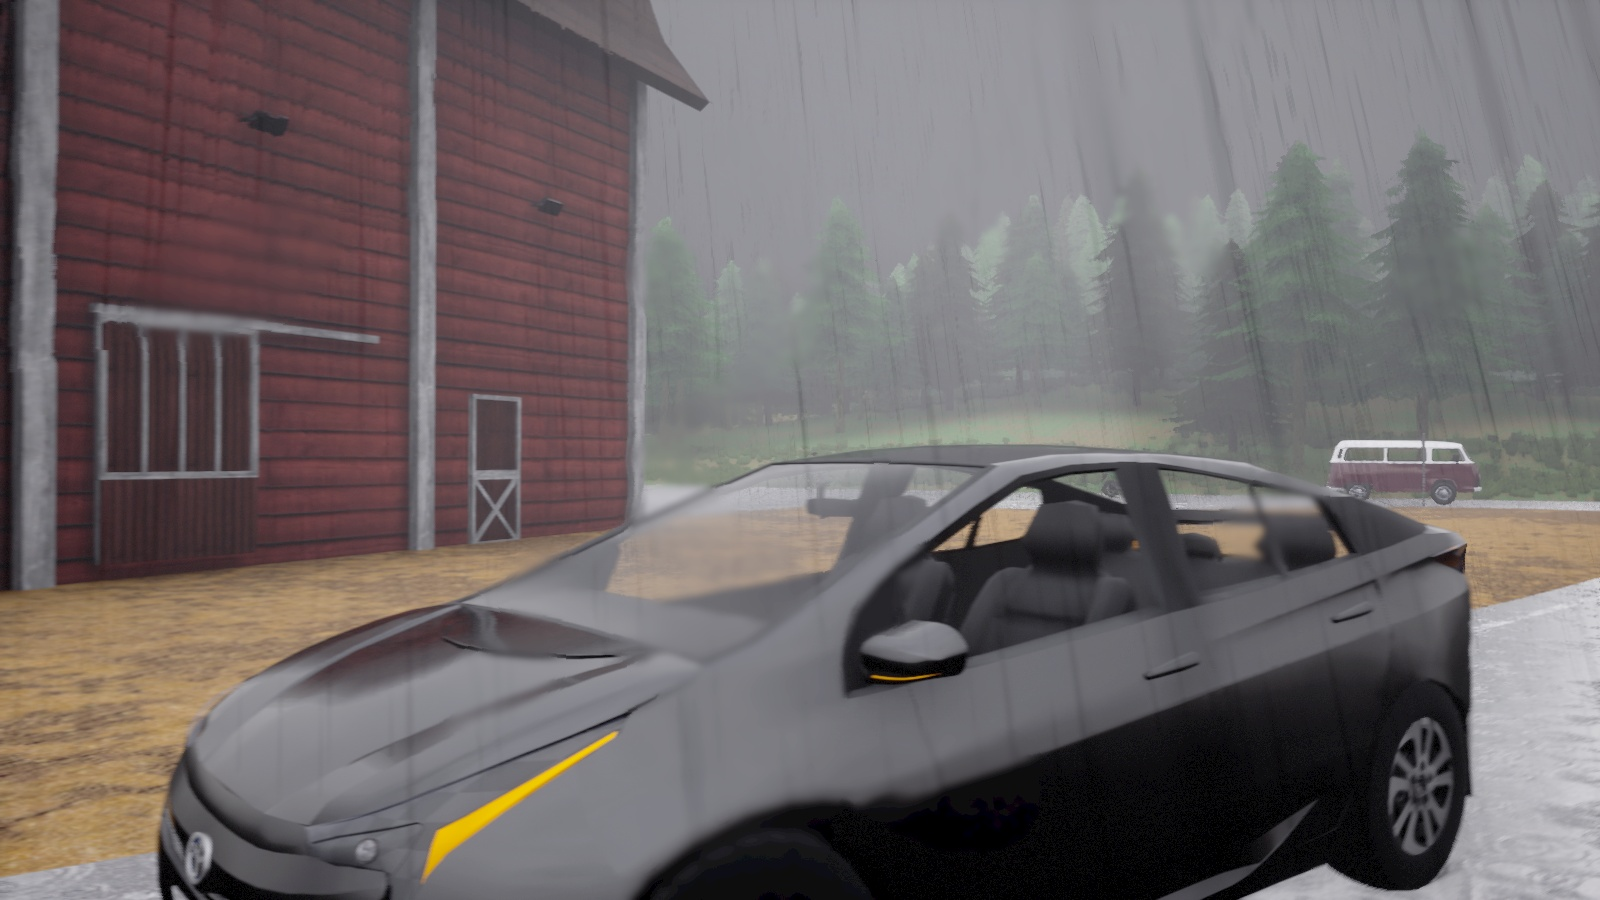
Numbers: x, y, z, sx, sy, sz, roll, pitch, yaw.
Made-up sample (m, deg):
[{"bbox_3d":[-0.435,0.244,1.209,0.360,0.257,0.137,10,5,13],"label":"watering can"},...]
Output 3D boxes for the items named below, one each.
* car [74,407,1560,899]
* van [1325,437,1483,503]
[{"bbox_3d":[0.409,0.703,4.040,4.514,1.525,2.007,0,0,-38],"label":"car"},{"bbox_3d":[19.394,0.618,40.438,4.480,2.038,2.069,0,0,26],"label":"van"}]
